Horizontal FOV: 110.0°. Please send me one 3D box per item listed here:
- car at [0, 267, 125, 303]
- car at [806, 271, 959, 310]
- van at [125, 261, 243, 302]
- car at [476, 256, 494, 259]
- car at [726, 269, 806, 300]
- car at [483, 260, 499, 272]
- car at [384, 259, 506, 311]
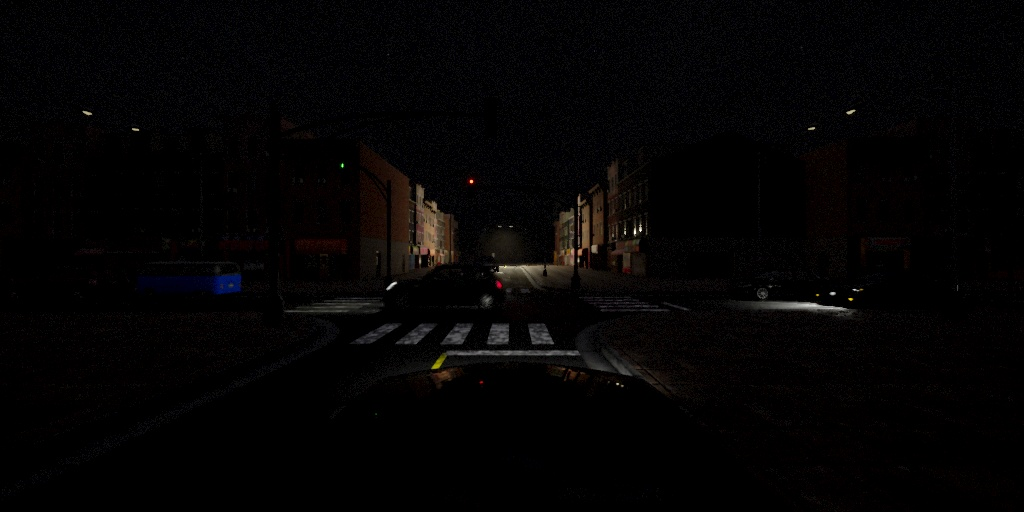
[{"bbox_3d":[-20.193,1.239,16.406,4.097,1.591,1.967,0,0,0],"label":"car"},{"bbox_3d":[14.491,1.272,13.973,4.181,1.385,1.994,0,0,0],"label":"car"},{"bbox_3d":[-14.718,1.124,16.423,3.998,1.789,1.690,0,0,0],"label":"van"},{"bbox_3d":[-2.790,0.993,37.178,2.150,2.045,5.566,0,0,0],"label":"car"},{"bbox_3d":[12.284,1.267,16.503,4.403,1.370,2.007,0,0,0],"label":"car"},{"bbox_3d":[-2.762,1.284,47.327,1.837,1.490,4.892,0,0,0],"label":"car"},{"bbox_3d":[-2.525,1.107,13.922,4.553,1.767,2.097,0,0,0],"label":"car"}]
